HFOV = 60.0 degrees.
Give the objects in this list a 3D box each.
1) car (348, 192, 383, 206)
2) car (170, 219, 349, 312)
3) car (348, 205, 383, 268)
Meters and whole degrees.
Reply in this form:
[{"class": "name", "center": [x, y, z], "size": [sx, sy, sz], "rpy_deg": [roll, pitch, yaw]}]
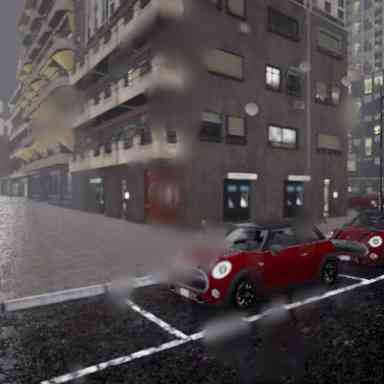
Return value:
[{"class": "car", "center": [14.983, 0.884, 31.830], "size": [2.192, 1.841, 5.009], "rpy_deg": [1, 0, -36]}, {"class": "car", "center": [1.486, 1.417, 7.619], "size": [4.097, 1.590, 1.967], "rpy_deg": [0, 0, -36]}, {"class": "car", "center": [6.111, 1.394, 10.919], "size": [4.097, 1.590, 1.967], "rpy_deg": [0, 0, -36]}]
